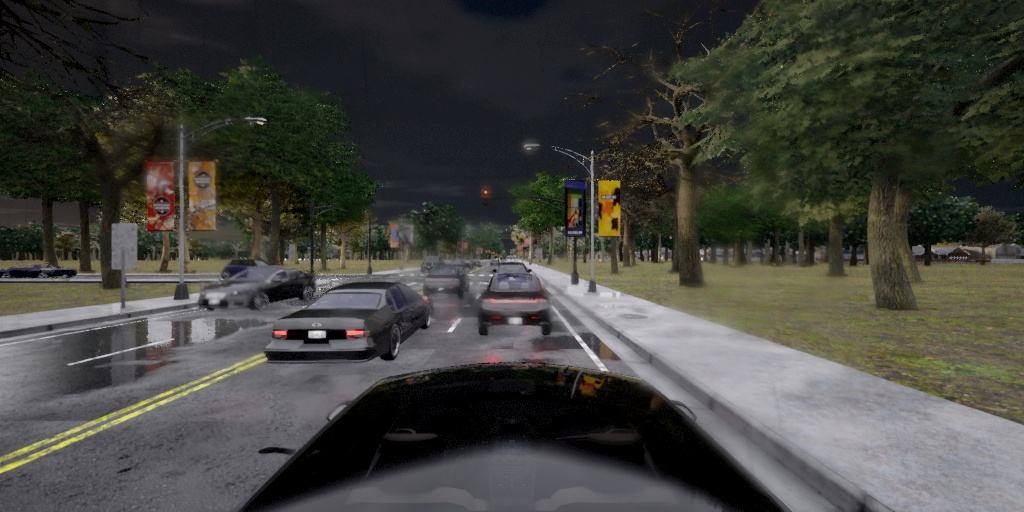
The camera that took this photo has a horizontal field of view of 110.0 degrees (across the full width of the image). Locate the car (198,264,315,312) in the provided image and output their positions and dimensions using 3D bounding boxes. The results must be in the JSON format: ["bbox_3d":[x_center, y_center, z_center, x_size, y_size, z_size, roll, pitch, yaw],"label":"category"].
[{"bbox_3d":[-9.837,1.244,14.317,2.128,1.511,4.902,0,0,0],"label":"car"}]

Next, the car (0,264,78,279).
[{"bbox_3d":[-39.418,1.315,29.842,4.718,1.301,1.895,0,0,0],"label":"car"}]

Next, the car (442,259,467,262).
[{"bbox_3d":[-6.709,1.311,43.684,2.033,1.411,5.357,0,0,0],"label":"car"}]

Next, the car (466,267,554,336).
[{"bbox_3d":[0.079,1.242,10.431,2.128,1.511,4.902,0,0,0],"label":"car"}]

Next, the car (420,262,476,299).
[{"bbox_3d":[-3.182,1.244,18.064,2.128,1.511,4.902,0,0,-2],"label":"car"}]

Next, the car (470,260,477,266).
[{"bbox_3d":[-6.730,1.372,53.272,1.895,1.301,4.718,0,0,0],"label":"car"}]

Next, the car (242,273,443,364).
[{"bbox_3d":[-3.156,1.298,8.222,2.033,1.411,5.357,0,0,-1],"label":"car"}]

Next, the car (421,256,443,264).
[{"bbox_3d":[-9.950,0.986,45.470,2.150,2.045,5.566,0,0,0],"label":"car"}]

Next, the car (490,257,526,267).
[{"bbox_3d":[0.017,1.105,19.405,2.097,1.767,4.553,0,0,0],"label":"car"}]

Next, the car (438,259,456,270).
[{"bbox_3d":[-9.982,1.250,55.455,1.882,1.535,5.008,0,0,0],"label":"car"}]

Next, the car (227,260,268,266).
[{"bbox_3d":[-21.320,1.088,29.890,4.553,1.767,2.097,0,0,-1],"label":"car"}]
